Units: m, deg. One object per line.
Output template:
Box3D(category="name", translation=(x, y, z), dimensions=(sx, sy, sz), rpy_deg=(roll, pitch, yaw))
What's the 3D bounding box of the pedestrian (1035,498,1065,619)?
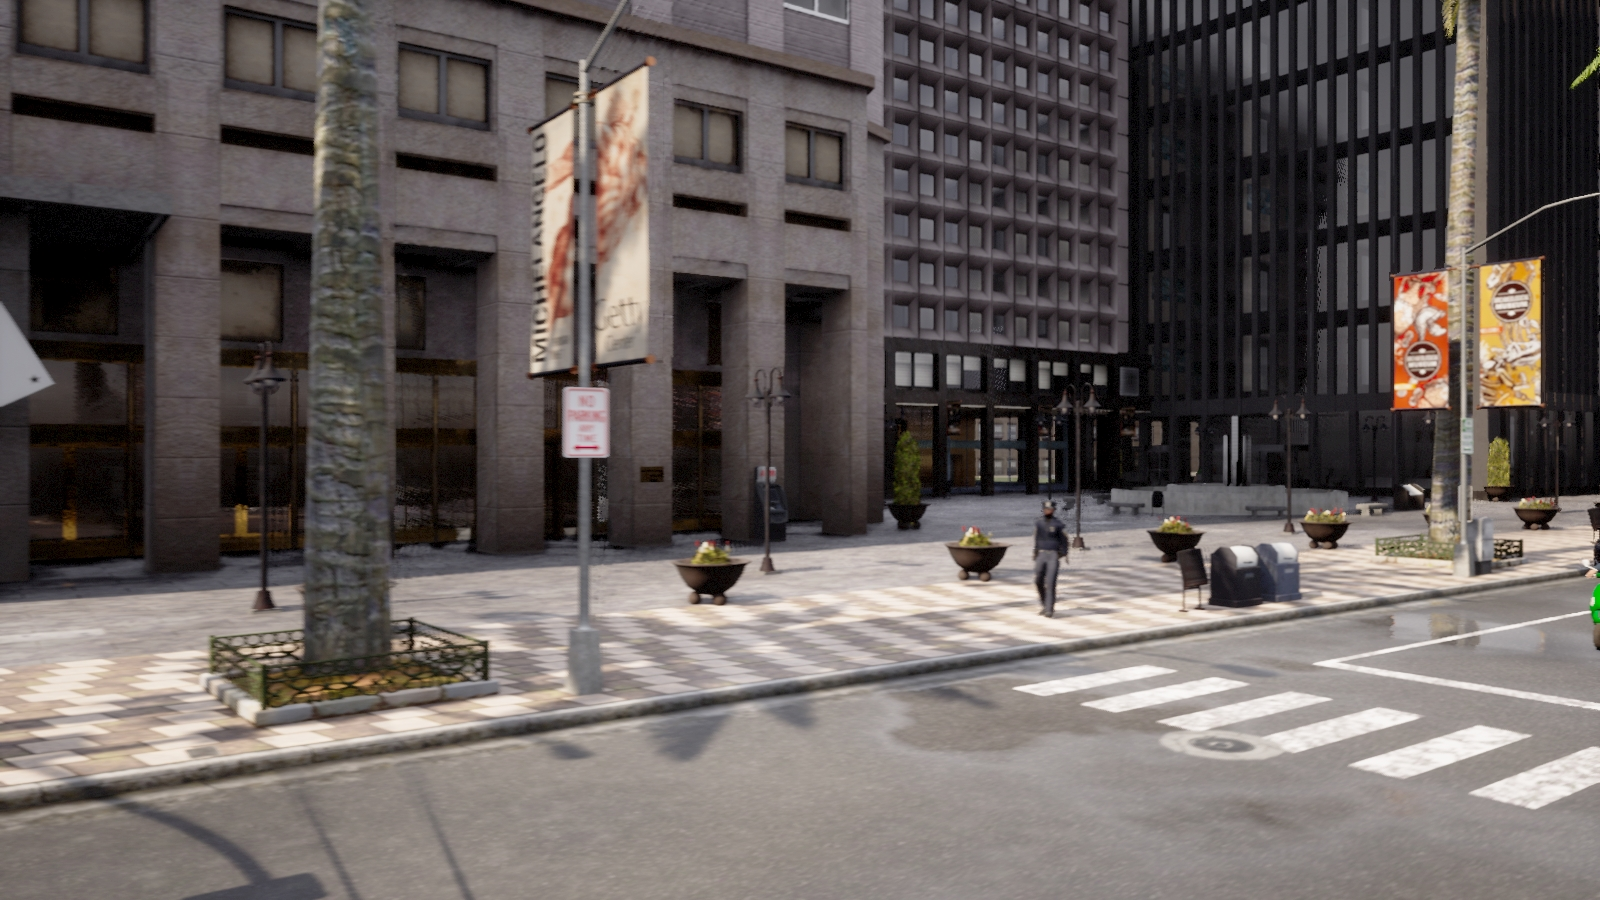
Box3D(category="pedestrian", translation=(3.945, 1.703, 18.030), dimensions=(0.375, 1.860, 0.375), rpy_deg=(0, 0, 26))
